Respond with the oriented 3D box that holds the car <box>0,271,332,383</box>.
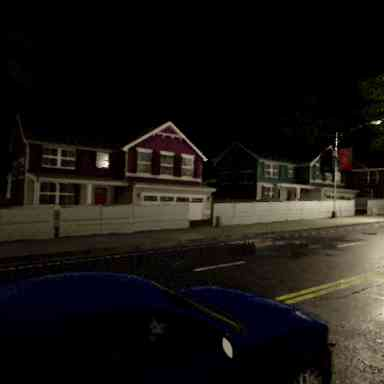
[{"bbox_3d":[-0.804,1.480,2.864,5.008,1.535,1.882,0,0,-35],"label":"car"}]
